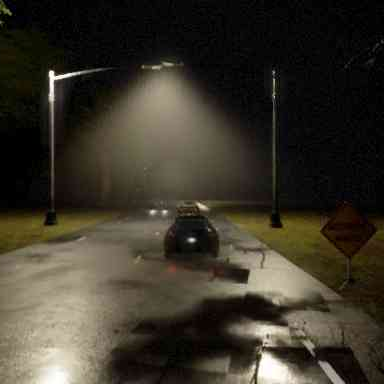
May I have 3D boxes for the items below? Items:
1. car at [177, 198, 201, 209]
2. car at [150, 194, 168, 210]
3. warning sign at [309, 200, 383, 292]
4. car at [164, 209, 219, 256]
[{"bbox_3d":[-0.294,1.576,29.758,1.837,1.490,4.892,0,0,-1],"label":"car"},{"bbox_3d":[-4.416,1.328,45.518,2.150,2.045,5.566,0,0,-2],"label":"car"},{"bbox_3d":[3.492,1.134,7.430,1.300,1.860,1.060,-2,-2,0],"label":"warning sign"},{"bbox_3d":[-0.019,1.596,13.220,1.994,1.385,4.181,0,0,0],"label":"car"}]
